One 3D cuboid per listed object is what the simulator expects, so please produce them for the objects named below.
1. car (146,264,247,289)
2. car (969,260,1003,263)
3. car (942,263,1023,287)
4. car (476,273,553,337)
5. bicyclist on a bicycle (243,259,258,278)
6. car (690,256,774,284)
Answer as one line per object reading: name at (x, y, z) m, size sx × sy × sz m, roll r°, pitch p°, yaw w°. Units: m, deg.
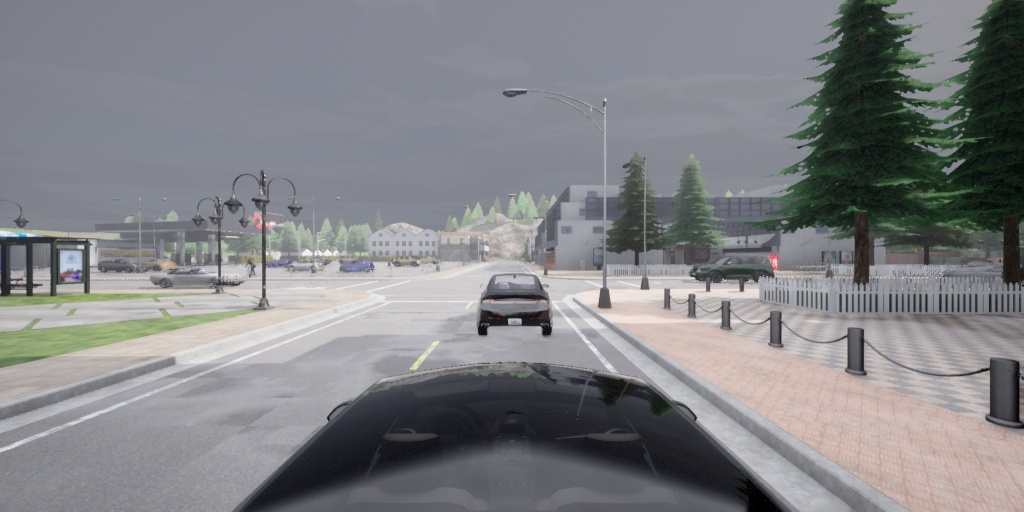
car at (-19.558, 1.366, 22.552) m, size 4.718 × 1.301 × 1.895 m, roll 0°, pitch 0°, yaw -1°
car at (35.201, 1.116, 26.712) m, size 4.553 × 1.767 × 2.097 m, roll 0°, pitch 0°, yaw 0°
car at (30.606, 1.329, 23.036) m, size 4.181 × 1.385 × 1.994 m, roll 0°, pitch 0°, yaw -1°
car at (0.078, 1.241, 10.354) m, size 2.128 × 1.511 × 4.902 m, roll 0°, pitch 0°, yaw 0°
bicyclist on a bicycle at (-21.885, 1.066, 30.012) m, size 0.582 × 1.620 × 1.656 m, roll 0°, pitch 0°, yaw -1°
car at (16.254, 0.986, 26.594) m, size 5.566 × 2.045 × 2.150 m, roll 0°, pitch 0°, yaw -1°
